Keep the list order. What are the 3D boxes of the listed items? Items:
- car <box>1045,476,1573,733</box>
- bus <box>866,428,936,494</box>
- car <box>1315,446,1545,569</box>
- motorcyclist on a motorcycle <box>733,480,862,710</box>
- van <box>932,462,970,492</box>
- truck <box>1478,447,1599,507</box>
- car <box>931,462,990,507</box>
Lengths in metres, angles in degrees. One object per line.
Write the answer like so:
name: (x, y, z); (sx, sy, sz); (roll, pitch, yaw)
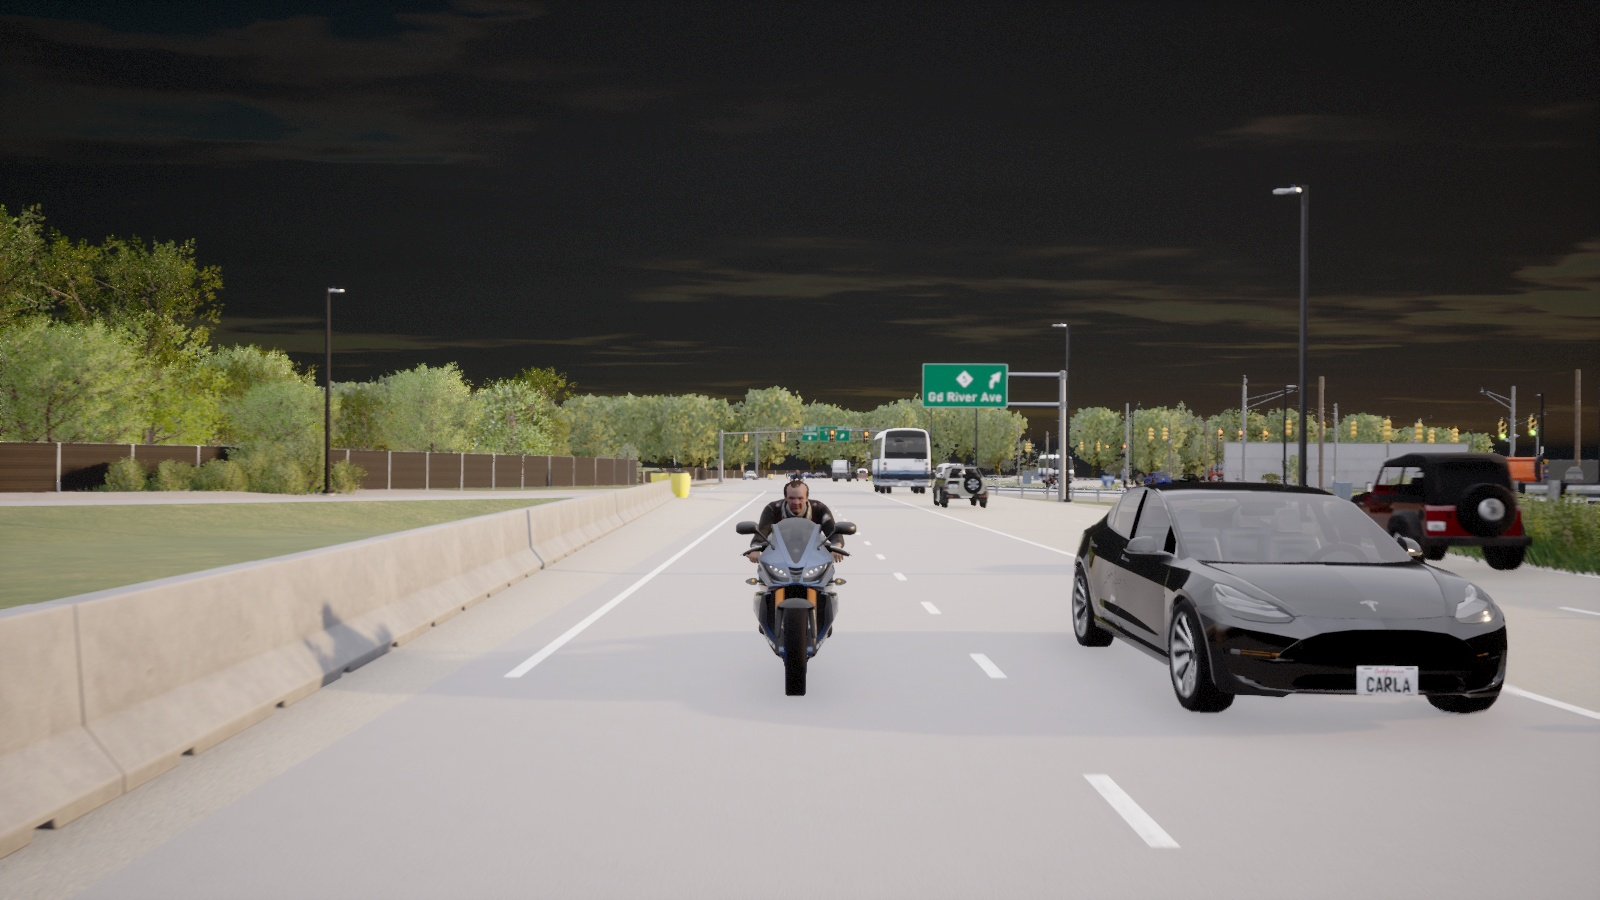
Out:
car: (3.478, 0.963, 9.830); (2.163, 1.488, 4.792); (0, -1, 0)
bus: (6.794, 0.762, 86.178); (3.944, 4.253, 10.273); (0, -1, 0)
car: (10.450, 0.909, 21.175); (1.905, 1.878, 3.866); (0, -1, 0)
motorcyclist on a motorcycle: (-0.022, 1.008, 9.578); (0.866, 1.530, 2.191); (0, -1, 0)
van: (10.299, 1.846, 86.054); (2.069, 2.038, 4.480); (0, -1, 0)
truck: (45.140, 1.674, 76.855); (2.891, 3.462, 7.936); (0, -1, -1)
car: (6.873, 1.470, 54.235); (1.932, 1.855, 4.605); (0, -1, 0)
